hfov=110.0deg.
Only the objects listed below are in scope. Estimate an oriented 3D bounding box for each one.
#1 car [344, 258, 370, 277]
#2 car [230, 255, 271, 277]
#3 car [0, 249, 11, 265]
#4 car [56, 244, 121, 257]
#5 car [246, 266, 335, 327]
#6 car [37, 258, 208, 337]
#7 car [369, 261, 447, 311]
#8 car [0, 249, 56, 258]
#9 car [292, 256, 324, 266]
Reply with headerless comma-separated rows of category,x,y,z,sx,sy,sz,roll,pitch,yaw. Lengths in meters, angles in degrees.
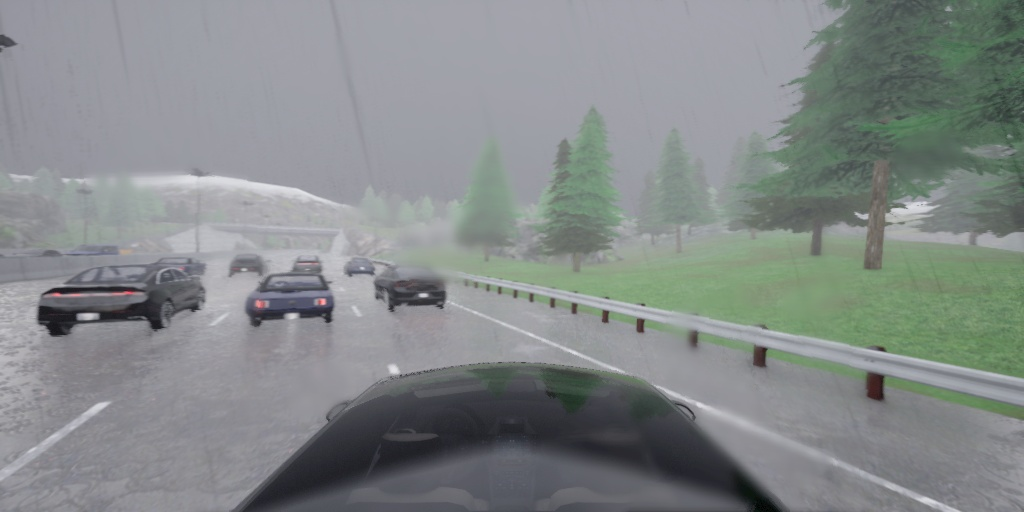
car,-11.993,0.836,28.191,1.994,1.385,4.181,1,1,-29
car,-18.363,0.659,25.253,1.837,1.490,4.892,1,1,-29
car,-45.074,0.125,30.063,1.994,1.385,4.181,1,1,-29
car,-38.920,-0.056,33.405,2.150,2.045,5.566,1,1,-29
car,-6.398,1.137,10.683,1.895,1.301,4.718,1,1,-28
car,-9.668,0.966,9.347,2.128,1.511,4.902,1,1,-28
car,-3.968,1.045,13.518,1.882,1.535,5.008,1,1,-28
car,-42.006,0.133,31.748,1.837,1.490,4.892,1,1,-29
car,-14.993,0.711,26.388,2.128,1.511,4.902,1,1,-29
